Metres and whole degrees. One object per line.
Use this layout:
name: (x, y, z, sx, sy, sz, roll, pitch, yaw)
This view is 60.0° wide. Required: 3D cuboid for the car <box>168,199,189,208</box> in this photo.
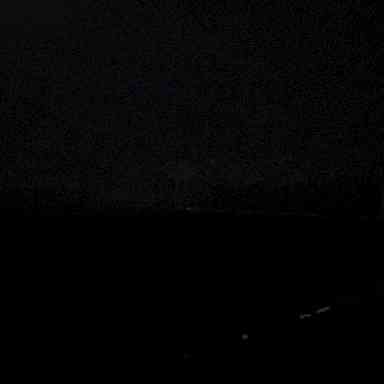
car: (-2.477, 1.996, 59.463, 2.097, 1.767, 4.553, 0, -1, -35)
